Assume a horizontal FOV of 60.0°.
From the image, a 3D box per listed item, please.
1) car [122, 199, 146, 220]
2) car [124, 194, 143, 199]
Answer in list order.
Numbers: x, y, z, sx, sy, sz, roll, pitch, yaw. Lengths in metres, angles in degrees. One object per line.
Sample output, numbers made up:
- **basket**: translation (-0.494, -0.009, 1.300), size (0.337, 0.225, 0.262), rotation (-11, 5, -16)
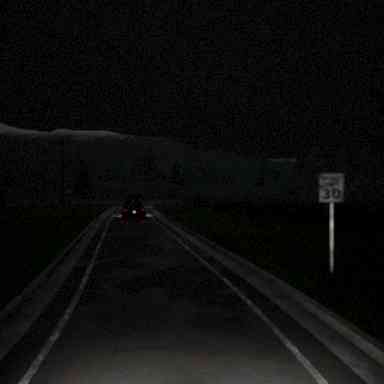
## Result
- **car**: translation (-4.935, 1.575, 28.347), size (1.994, 1.385, 4.181), rotation (0, 0, -11)
- **car**: translation (-7.595, 1.238, 43.141), size (2.150, 2.045, 5.566), rotation (0, 0, -10)
